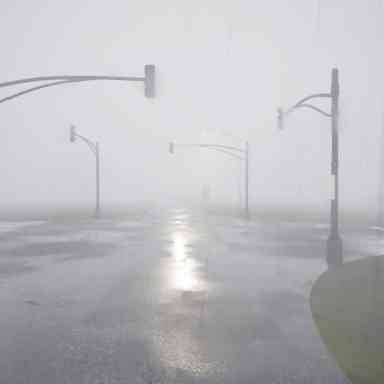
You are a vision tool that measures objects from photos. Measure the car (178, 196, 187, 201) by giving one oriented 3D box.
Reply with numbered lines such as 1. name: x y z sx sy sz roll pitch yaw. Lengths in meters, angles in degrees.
1. car: -2.234 1.559 79.963 1.895 1.301 4.718 0 0 -4

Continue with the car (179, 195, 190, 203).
1. car: -1.630 1.384 69.889 2.097 1.767 4.553 0 0 -3

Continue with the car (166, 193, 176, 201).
1. car: -4.617 1.013 73.981 2.097 1.767 4.553 0 0 -3
